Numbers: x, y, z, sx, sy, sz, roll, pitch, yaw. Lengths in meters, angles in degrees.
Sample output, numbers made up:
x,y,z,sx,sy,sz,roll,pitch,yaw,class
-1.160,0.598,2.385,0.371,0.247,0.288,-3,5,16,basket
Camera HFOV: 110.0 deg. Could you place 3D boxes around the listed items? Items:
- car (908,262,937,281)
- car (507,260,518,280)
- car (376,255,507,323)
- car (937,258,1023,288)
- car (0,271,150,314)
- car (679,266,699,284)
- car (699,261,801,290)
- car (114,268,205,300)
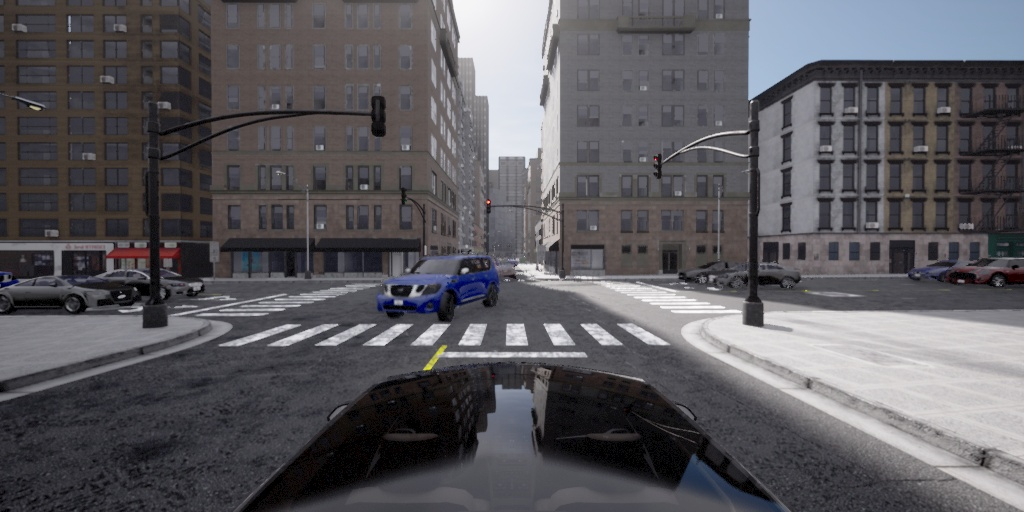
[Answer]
x,y,z,sx,sy,sz,roll,pitch,yaw,class
29.957,1.026,24.442,4.674,1.442,1.812,-1,1,0,car
-0.538,1.302,31.021,2.033,1.411,5.357,0,0,-1,car
-2.276,0.975,12.752,2.150,2.045,5.566,-1,0,20,car
28.776,0.895,21.184,4.553,1.767,2.097,0,1,0,car
-17.527,1.446,14.252,4.181,1.385,1.994,0,1,0,car
13.927,1.115,24.368,4.892,1.490,1.837,0,1,0,car
14.181,1.134,21.114,4.902,1.511,2.128,0,1,0,car
-17.797,1.340,17.510,4.902,1.511,2.128,0,1,1,car
